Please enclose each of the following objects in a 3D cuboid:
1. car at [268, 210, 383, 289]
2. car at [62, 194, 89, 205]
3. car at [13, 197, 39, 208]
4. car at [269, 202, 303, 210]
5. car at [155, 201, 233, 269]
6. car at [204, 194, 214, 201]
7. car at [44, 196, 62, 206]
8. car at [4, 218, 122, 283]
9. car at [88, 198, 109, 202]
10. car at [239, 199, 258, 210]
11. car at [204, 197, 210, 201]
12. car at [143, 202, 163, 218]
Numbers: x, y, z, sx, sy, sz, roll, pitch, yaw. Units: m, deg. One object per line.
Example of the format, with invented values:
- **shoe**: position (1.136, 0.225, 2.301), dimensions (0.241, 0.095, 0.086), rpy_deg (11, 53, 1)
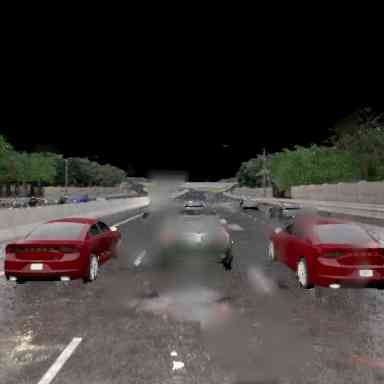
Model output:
- **car**: position (3.514, 1.483, 9.175), dimensions (1.882, 1.535, 5.008), rpy_deg (0, 0, 0)
- **car**: position (-17.271, 1.294, 50.598), dimensions (2.150, 2.045, 5.566), rpy_deg (0, 0, 1)
- **car**: position (-24.290, 1.575, 48.925), dimensions (1.837, 1.490, 4.892), rpy_deg (0, 0, 1)
- **car**: position (7.147, 1.520, 25.521), dimensions (2.128, 1.511, 4.902), rpy_deg (0, 0, 1)
- **car**: position (0.121, 1.359, 11.342), dimensions (2.097, 1.767, 4.553), rpy_deg (0, 0, 0)
- **car**: position (4.148, 1.707, 77.397), dimensions (1.895, 1.301, 4.718), rpy_deg (0, 0, 1)
- **car**: position (-20.765, 1.426, 51.053), dimensions (2.097, 1.767, 4.553), rpy_deg (0, 0, 1)
- **car**: position (-3.384, 1.482, 9.734), dimensions (1.882, 1.535, 5.008), rpy_deg (0, 0, 0)
- **car**: position (-13.773, 1.600, 50.586), dimensions (1.812, 1.442, 4.674), rpy_deg (0, 0, 1)
- **car**: position (7.311, 1.628, 43.400), dimensions (1.994, 1.385, 4.181), rpy_deg (0, 0, 1)
- **car**: position (0.208, 1.528, 29.908), dimensions (2.128, 1.511, 4.902), rpy_deg (0, 0, 0)
- **car**: position (-3.286, 1.601, 30.763), dimensions (1.994, 1.385, 4.181), rpy_deg (0, 0, 0)
